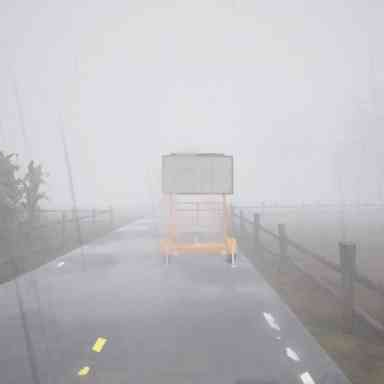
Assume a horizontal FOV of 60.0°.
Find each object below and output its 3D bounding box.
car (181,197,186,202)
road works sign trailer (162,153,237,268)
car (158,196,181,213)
[{"bbox_3d":[-2.628,2.015,87.648,2.128,1.511,4.902,0,0,0],"label":"car"},{"bbox_3d":[0.189,0.485,11.375,2.380,3.560,2.880,0,0,-2],"label":"road works sign trailer"},{"bbox_3d":[-2.793,1.447,40.228,2.150,2.045,5.566,0,0,0],"label":"car"}]
